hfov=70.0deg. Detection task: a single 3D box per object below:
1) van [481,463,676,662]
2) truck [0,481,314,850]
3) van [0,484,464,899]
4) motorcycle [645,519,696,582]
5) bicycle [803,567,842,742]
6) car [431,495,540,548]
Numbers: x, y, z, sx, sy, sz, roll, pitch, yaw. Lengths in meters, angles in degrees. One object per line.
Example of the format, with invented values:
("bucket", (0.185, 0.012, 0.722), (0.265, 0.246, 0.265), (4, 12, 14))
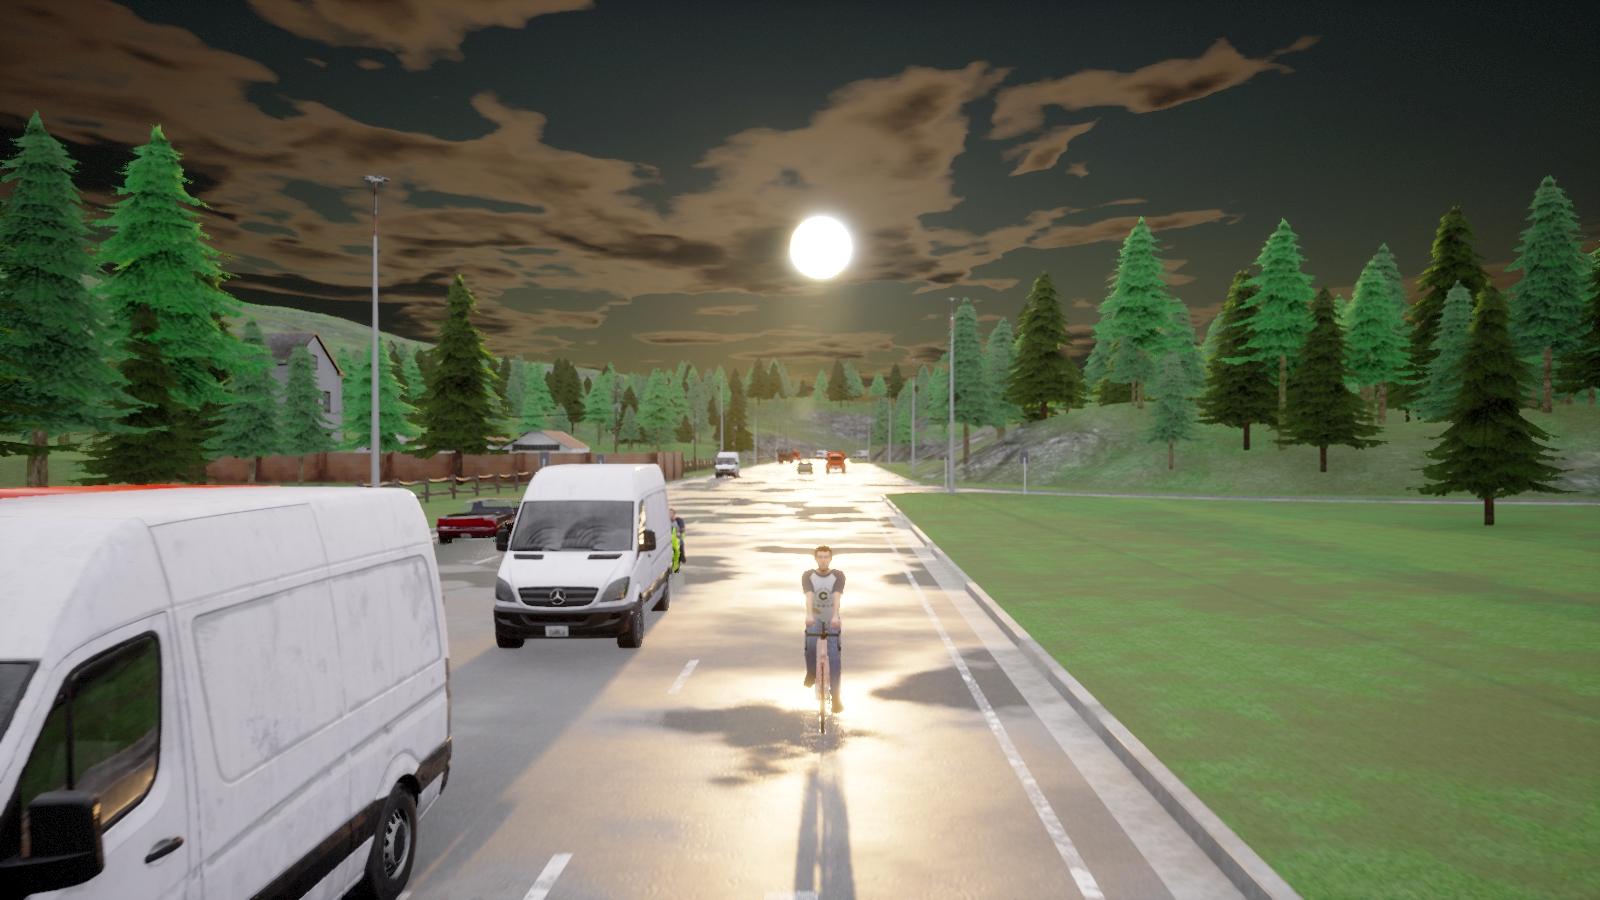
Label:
("van", (-3.260, 1.525, 18.094), (1.988, 2.561, 5.915), (0, 0, -1))
("truck", (-6.815, 1.568, 10.170), (2.627, 2.467, 5.204), (0, 0, 2))
("van", (-3.514, 1.531, 5.422), (1.988, 2.561, 5.915), (0, 0, 1))
("motorcycle", (-2.814, 2.174, 25.008), (0.803, 1.199, 2.033), (0, 0, 2))
("bicycle", (0.241, 2.050, 11.810), (0.373, 1.496, 1.643), (0, 1, 2))
("car", (-9.515, 2.137, 34.960), (1.895, 1.301, 4.718), (0, 0, 2))
